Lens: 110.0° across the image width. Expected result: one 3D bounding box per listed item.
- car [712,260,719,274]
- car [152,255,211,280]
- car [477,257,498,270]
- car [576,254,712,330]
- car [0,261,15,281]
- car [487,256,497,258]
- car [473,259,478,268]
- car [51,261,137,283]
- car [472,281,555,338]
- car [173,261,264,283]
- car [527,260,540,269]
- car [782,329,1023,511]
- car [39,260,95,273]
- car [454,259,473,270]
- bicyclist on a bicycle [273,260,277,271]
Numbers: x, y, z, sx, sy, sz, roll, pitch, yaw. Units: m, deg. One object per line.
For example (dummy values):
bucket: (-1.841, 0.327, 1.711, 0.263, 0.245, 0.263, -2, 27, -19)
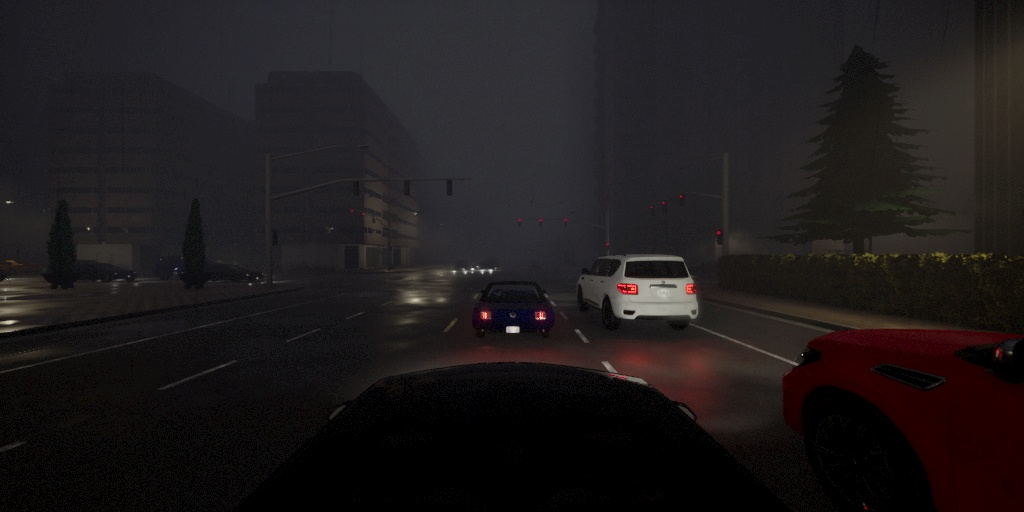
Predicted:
car: (20.821, 1.227, 37.652, 5.008, 1.535, 1.882, 0, 0, 1)
car: (-27.503, 0.972, 30.863, 5.566, 2.045, 2.150, 0, 0, 0)
car: (-3.656, 1.314, 53.926, 1.994, 1.385, 4.181, 0, 0, 0)
car: (3.574, 0.971, 11.321, 2.150, 2.045, 5.566, 0, 0, -2)
car: (-41.844, 1.276, 27.486, 4.674, 1.442, 1.812, 0, 0, 1)
car: (-3.651, 0.971, 64.663, 2.150, 2.045, 5.566, 0, 0, 0)
car: (-7.166, 1.350, 61.030, 1.895, 1.301, 4.718, 0, 0, 0)
car: (-31.591, 1.276, 27.399, 4.674, 1.442, 1.812, 0, 0, 1)
car: (0.044, 1.351, 10.192, 1.895, 1.301, 4.718, 0, 0, 0)
car: (-22.007, 1.297, 27.292, 5.357, 1.411, 2.033, 0, 0, 1)
car: (3.473, 1.297, 57.054, 2.033, 1.411, 5.357, 0, 0, 0)
car: (3.601, 0.971, 0.960, 2.150, 2.045, 5.566, 0, 0, 0)
car: (-36.972, 1.102, 30.947, 4.553, 1.767, 2.097, 0, 0, 1)
car: (-7.160, 1.227, 51.694, 1.882, 1.535, 5.008, 0, 0, 0)
bicyclist on a bicycle: (-28.698, 1.050, 42.856, 0.582, 1.620, 1.656, 0, 0, 0)
